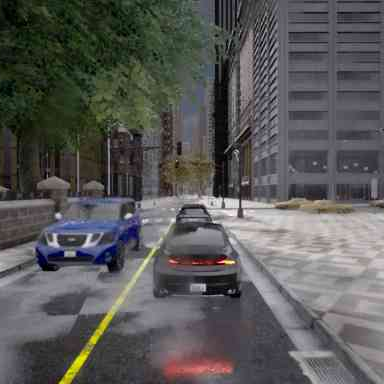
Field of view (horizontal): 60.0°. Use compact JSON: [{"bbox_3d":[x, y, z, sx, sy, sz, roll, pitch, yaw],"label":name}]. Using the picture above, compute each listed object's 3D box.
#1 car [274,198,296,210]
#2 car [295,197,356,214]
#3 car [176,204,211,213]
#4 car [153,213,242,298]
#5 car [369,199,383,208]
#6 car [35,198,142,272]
[{"bbox_3d":[12.104,1.330,39.106,4.829,1.417,1.752,-1,1,0],"label":"car"},{"bbox_3d":[12.407,1.342,30.579,4.829,1.417,1.752,-1,1,0],"label":"car"},{"bbox_3d":[0.098,1.441,18.651,2.033,1.649,4.856,0,0,1],"label":"car"},{"bbox_3d":[0.113,1.508,8.521,1.837,1.490,4.892,0,0,0],"label":"car"},{"bbox_3d":[23.445,1.145,39.043,4.829,1.417,1.752,-1,1,0],"label":"car"},{"bbox_3d":[-3.053,1.229,11.140,2.150,2.045,5.566,0,0,0],"label":"car"}]
